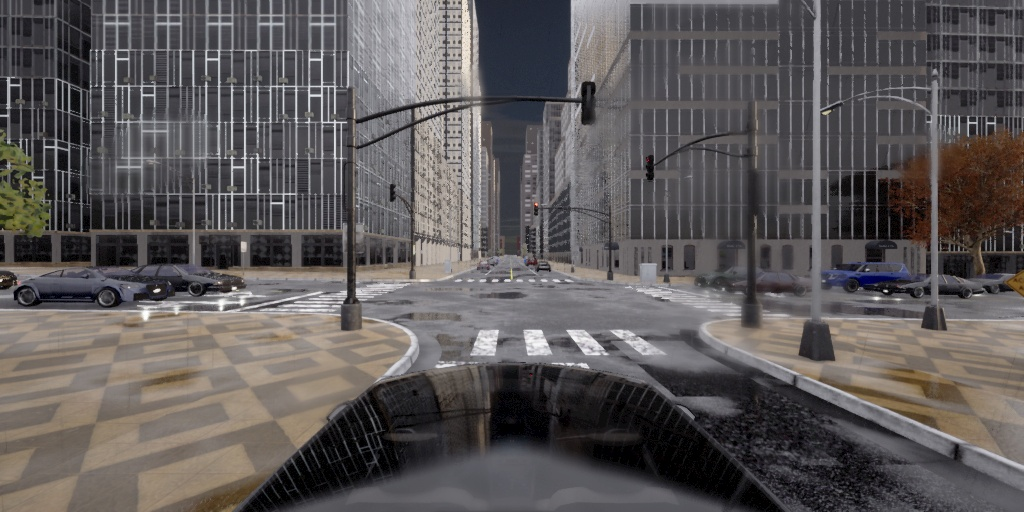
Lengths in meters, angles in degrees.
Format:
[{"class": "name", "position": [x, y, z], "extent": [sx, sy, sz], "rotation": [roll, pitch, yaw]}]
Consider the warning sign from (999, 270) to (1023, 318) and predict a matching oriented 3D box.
[{"class": "warning sign", "position": [17.271, 1.204, 11.892], "extent": [1.060, 1.860, 1.300], "rotation": [0, 0, -3]}]

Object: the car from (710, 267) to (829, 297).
[{"class": "car", "position": [15.122, 1.595, 21.250], "extent": [5.357, 1.411, 2.033], "rotation": [1, 0, -3]}]

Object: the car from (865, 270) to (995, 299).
[{"class": "car", "position": [25.181, 1.775, 21.721], "extent": [5.357, 1.411, 2.033], "rotation": [1, 0, -3]}]

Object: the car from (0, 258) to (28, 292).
[{"class": "car", "position": [-25.279, 0.816, 15.914], "extent": [4.892, 1.490, 1.837], "rotation": [1, 0, -3]}]

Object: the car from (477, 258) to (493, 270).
[{"class": "car", "position": [-4.043, 1.342, 51.180], "extent": [1.802, 1.307, 4.207], "rotation": [0, 0, 0]}]

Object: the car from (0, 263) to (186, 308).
[{"class": "car", "position": [-15.083, 1.063, 13.133], "extent": [4.181, 1.385, 1.994], "rotation": [1, 0, -3]}]

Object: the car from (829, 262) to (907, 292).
[{"class": "car", "position": [24.333, 1.433, 24.933], "extent": [5.566, 2.045, 2.150], "rotation": [1, 0, -3]}]

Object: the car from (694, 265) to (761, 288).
[{"class": "car", "position": [14.990, 1.396, 24.498], "extent": [4.553, 1.767, 2.097], "rotation": [1, 0, -3]}]

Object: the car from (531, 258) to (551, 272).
[{"class": "car", "position": [3.912, 1.329, 45.690], "extent": [1.948, 1.339, 4.313], "rotation": [0, 0, 0]}]

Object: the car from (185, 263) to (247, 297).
[{"class": "car", "position": [-15.357, 1.040, 16.408], "extent": [5.357, 1.411, 2.033], "rotation": [1, 0, 0]}]

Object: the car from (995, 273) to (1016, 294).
[{"class": "car", "position": [34.560, 1.942, 25.409], "extent": [5.357, 1.411, 2.033], "rotation": [1, 0, -3]}]
